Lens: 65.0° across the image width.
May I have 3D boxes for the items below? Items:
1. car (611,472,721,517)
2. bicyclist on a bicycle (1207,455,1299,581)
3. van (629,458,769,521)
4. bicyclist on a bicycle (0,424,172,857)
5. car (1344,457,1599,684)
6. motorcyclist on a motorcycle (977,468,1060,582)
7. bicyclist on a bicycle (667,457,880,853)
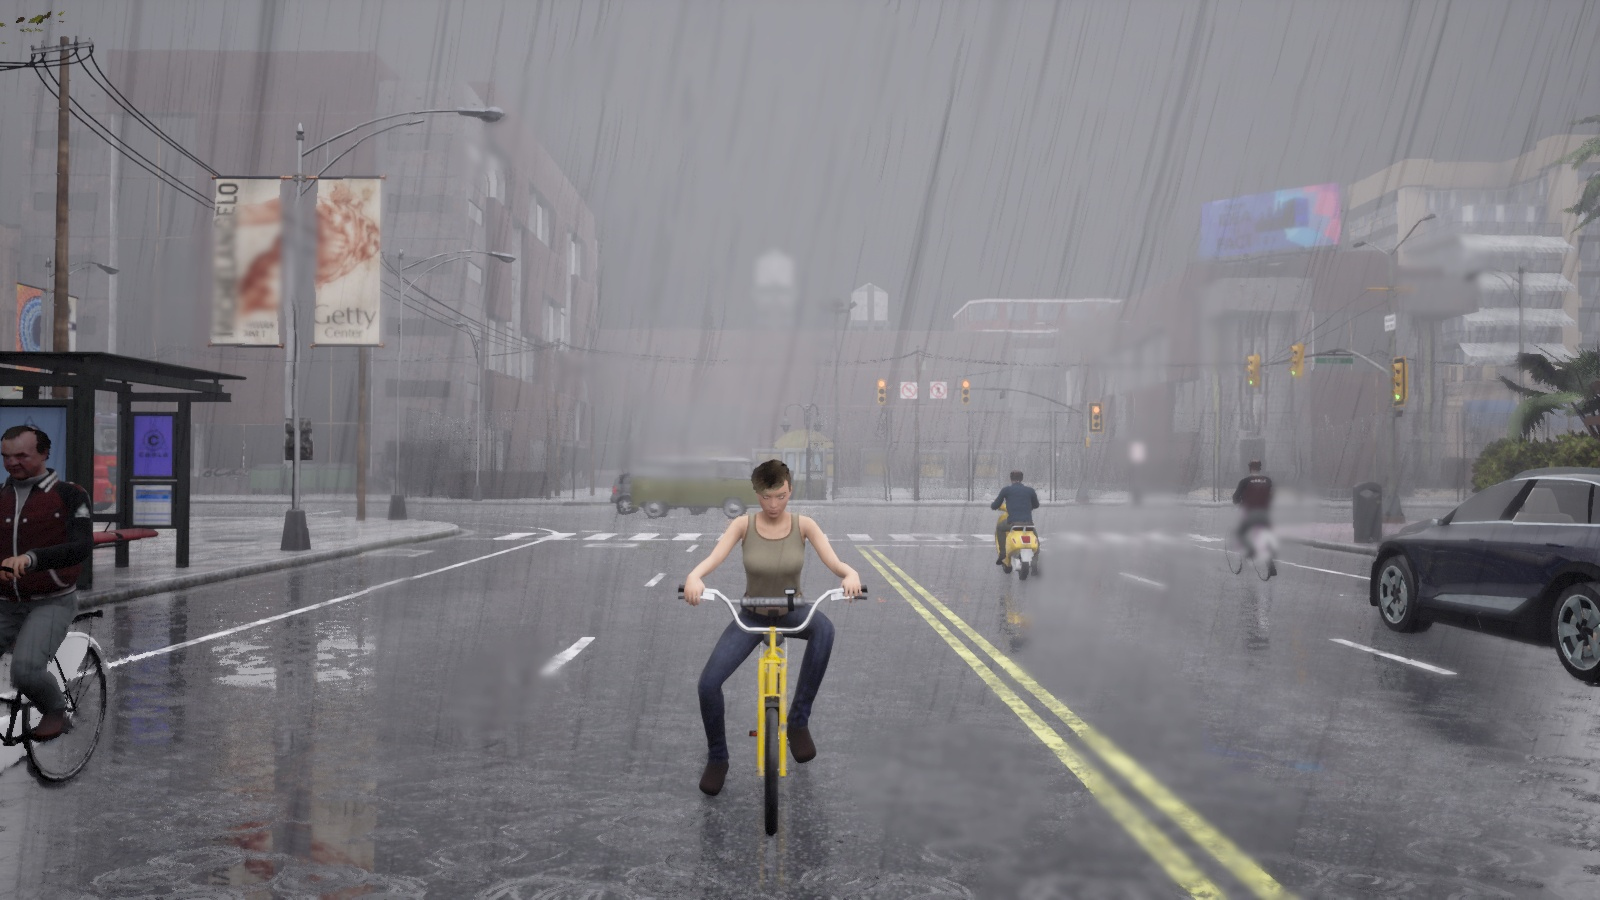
[{"bbox_3d":[-4.724,1.559,44.581,3.705,1.549,1.789,0,-1,0],"label":"car"},{"bbox_3d":[6.694,0.971,18.659,0.659,1.776,1.843,0,-1,-1],"label":"bicyclist on a bicycle"},{"bbox_3d":[-3.261,1.269,41.092,4.442,1.987,1.775,0,-1,0],"label":"van"},{"bbox_3d":[-3.621,0.795,5.670,0.659,1.776,1.843,0,-1,-1],"label":"bicyclist on a bicycle"},{"bbox_3d":[6.807,0.900,10.864,2.033,1.649,4.856,0,-1,-1],"label":"car"},{"bbox_3d":[3.196,1.066,18.522,0.866,1.590,1.817,0,-1,-1],"label":"motorcyclist on a motorcycle"},{"bbox_3d":[-0.120,0.850,5.896,0.866,1.612,1.509,0,-1,-1],"label":"bicyclist on a bicycle"}]
